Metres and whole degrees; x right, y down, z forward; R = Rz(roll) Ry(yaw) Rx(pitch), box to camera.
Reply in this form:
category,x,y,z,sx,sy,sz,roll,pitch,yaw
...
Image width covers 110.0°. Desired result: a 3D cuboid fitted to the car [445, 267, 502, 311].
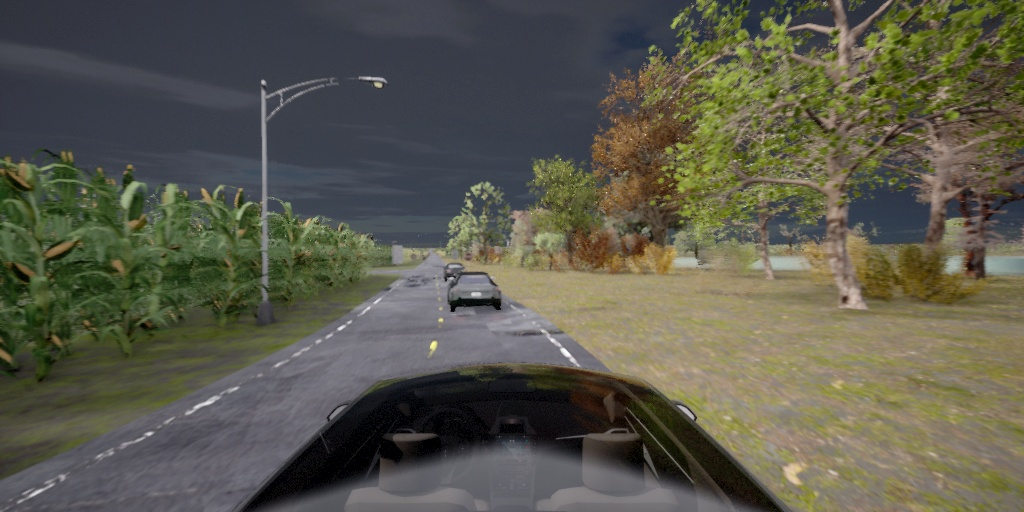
category,x,y,z,sx,sy,sz,roll,pitch,yaw
car,-1.597,1.321,14.623,1.994,1.385,4.181,-1,0,-10

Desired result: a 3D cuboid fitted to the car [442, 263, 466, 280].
category,x,y,z,sx,sy,sz,roll,pitch,yaw
car,-4.776,1.286,30.046,1.812,1.442,4.674,-1,0,-12
